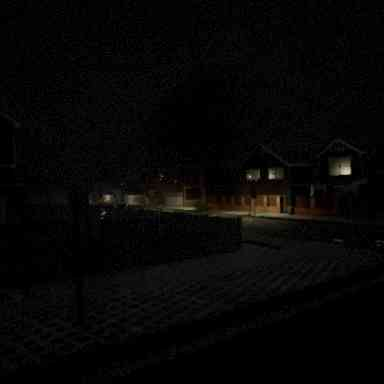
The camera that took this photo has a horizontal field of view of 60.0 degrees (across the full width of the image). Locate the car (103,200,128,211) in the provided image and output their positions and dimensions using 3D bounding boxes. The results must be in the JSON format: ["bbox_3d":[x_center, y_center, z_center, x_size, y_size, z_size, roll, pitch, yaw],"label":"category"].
[{"bbox_3d":[-9.642,1.717,41.976,1.895,1.301,4.718,-3,1,-31],"label":"car"}]
